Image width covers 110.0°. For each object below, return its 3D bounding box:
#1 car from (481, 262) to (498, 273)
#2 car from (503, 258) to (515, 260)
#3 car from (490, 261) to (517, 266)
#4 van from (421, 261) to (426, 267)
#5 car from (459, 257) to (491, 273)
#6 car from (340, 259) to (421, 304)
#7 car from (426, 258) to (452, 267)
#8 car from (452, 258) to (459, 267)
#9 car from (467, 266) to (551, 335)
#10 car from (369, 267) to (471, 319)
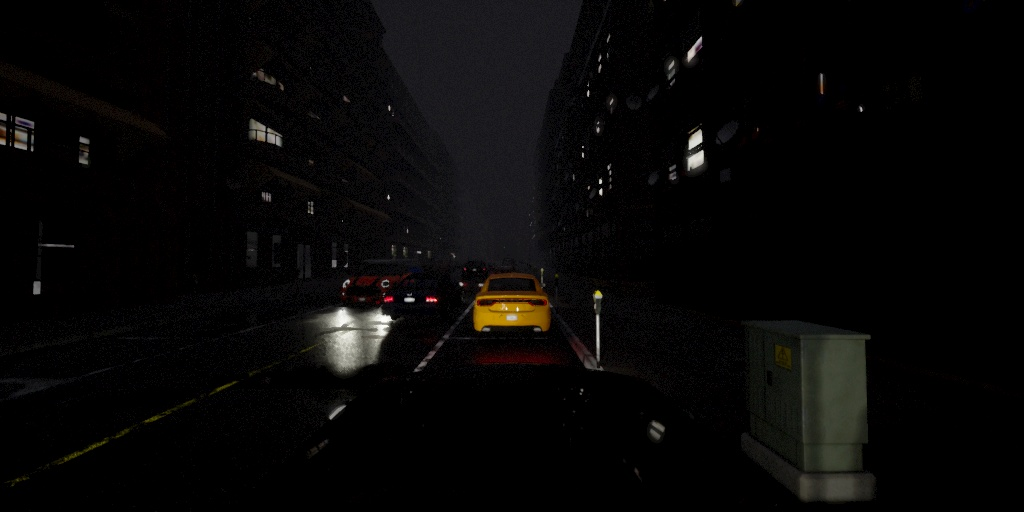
[{"bbox_3d":[-2.901,1.420,46.966,1.895,1.301,4.718,0,0,0],"label":"car"},{"bbox_3d":[-0.429,1.240,39.132,1.967,1.591,4.097,0,0,0],"label":"car"},{"bbox_3d":[-0.441,1.322,28.071,1.888,1.381,4.507,0,0,0],"label":"car"},{"bbox_3d":[-8.324,1.118,28.136,1.690,1.789,3.998,0,0,0],"label":"van"},{"bbox_3d":[-3.008,1.134,30.944,2.097,1.767,4.553,0,0,0],"label":"car"},{"bbox_3d":[-5.863,1.112,16.266,2.097,1.767,4.553,0,0,0],"label":"car"},{"bbox_3d":[-8.319,1.115,39.196,2.192,1.841,5.009,0,0,0],"label":"car"},{"bbox_3d":[-8.316,1.128,44.726,2.192,1.841,5.009,0,0,0],"label":"car"},{"bbox_3d":[-0.002,1.233,10.501,1.882,1.535,5.008,0,0,0],"label":"car"},{"bbox_3d":[-2.916,1.304,12.753,2.033,1.411,5.357,0,0,0],"label":"car"}]
